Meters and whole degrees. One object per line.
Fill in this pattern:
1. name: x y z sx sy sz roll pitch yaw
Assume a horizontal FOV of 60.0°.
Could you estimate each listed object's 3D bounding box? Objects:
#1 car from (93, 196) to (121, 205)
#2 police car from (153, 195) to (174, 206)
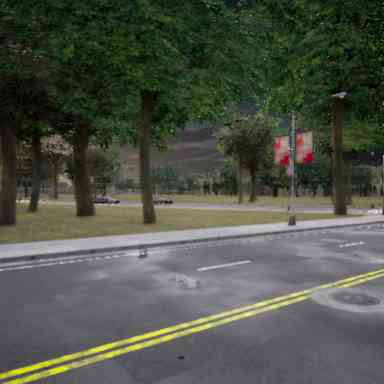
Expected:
1. car: -14.718 1.468 57.229 5.357 1.411 2.033 0 0 32
2. police car: -5.428 1.400 55.424 5.238 1.638 1.930 0 0 31
